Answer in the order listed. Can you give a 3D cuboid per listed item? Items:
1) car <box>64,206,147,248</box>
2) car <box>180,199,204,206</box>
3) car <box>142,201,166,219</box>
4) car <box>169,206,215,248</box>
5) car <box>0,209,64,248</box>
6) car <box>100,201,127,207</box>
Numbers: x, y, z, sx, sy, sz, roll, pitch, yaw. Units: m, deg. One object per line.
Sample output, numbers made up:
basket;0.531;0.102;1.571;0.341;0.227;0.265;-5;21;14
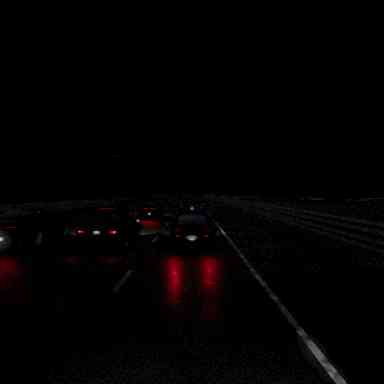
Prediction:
car;-3.492;1.555;14.653;2.033;1.411;5.357;1;0;0
car;0.000;1.384;29.620;2.097;1.767;4.553;0;0;0
car;-3.500;1.535;29.650;1.837;1.490;4.892;0;0;0
car;0.000;1.538;14.649;1.812;1.442;4.674;0;0;0
car;-6.994;1.497;14.652;1.837;1.490;4.892;0;0;0
car;-7.000;1.535;29.649;1.837;1.490;4.892;0;0;0
